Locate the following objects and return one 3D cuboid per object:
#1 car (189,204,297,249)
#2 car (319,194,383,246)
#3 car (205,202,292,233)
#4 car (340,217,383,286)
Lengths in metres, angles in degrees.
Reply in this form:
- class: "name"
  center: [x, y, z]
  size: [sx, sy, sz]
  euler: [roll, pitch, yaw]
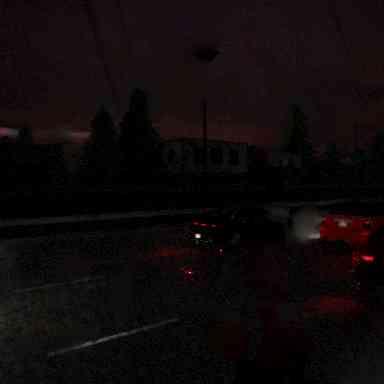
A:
- class: "car"
  center: [2.206, 1.299, 13.561]
  size: [4.892, 1.490, 1.837]
  euler: [-2, 1, -34]
- class: "car"
  center: [6.895, 1.081, 12.503]
  size: [4.553, 1.767, 2.097]
  euler: [-1, 1, -34]
- class: "car"
  center: [3.209, 1.316, 18.461]
  size: [4.718, 1.301, 1.895]
  euler: [-1, 1, -34]
- class: "car"
  center: [5.953, 1.353, 7.647]
  size: [5.357, 1.411, 2.033]
  euler: [-1, 1, -34]
